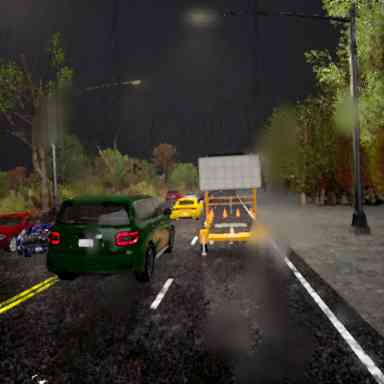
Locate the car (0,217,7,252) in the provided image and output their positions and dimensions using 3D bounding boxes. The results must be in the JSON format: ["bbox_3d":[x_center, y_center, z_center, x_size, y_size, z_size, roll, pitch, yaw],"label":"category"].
[{"bbox_3d":[-8.109,1.734,15.418,1.882,1.535,5.008,-2,1,6],"label":"car"}]

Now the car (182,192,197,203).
[{"bbox_3d":[-0.371,0.871,54.951,1.812,1.442,4.674,-2,1,7],"label":"car"}]

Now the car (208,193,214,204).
[{"bbox_3d":[1.791,0.902,43.805,2.128,1.511,4.902,-2,1,7],"label":"car"}]

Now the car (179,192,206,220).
[{"bbox_3d":[-0.234,1.142,25.631,1.882,1.535,5.008,-1,5,6],"label":"car"}]

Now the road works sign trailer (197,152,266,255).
[{"bbox_3d":[1.487,0.323,12.776,2.380,3.560,2.880,-2,1,6],"label":"road works sign trailer"}]

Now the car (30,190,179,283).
[{"bbox_3d":[-1.895,1.067,9.406,2.150,2.045,5.566,0,1,5],"label":"car"}]

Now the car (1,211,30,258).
[{"bbox_3d":[-5.123,1.408,13.686,2.097,1.767,4.553,-11,-2,6],"label":"car"}]
